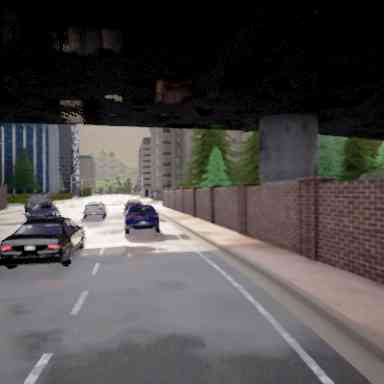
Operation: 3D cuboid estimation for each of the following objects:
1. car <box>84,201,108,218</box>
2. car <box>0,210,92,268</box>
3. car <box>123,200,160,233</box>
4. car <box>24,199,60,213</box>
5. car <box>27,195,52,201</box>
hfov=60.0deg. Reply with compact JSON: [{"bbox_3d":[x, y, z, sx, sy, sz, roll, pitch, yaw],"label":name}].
[{"bbox_3d":[-8.674,1.561,30.005,1.812,1.442,4.674,0,0,-12],"label":"car"},{"bbox_3d":[-4.886,1.572,11.480,2.033,1.411,5.357,0,0,-11],"label":"car"},{"bbox_3d":[-3.039,1.481,19.876,1.882,1.535,5.008,0,0,-11],"label":"car"},{"bbox_3d":[-11.676,1.587,26.360,1.812,1.442,4.674,0,0,-12],"label":"car"},{"bbox_3d":[-17.744,1.317,38.849,2.150,2.045,5.566,0,0,-11],"label":"car"}]
